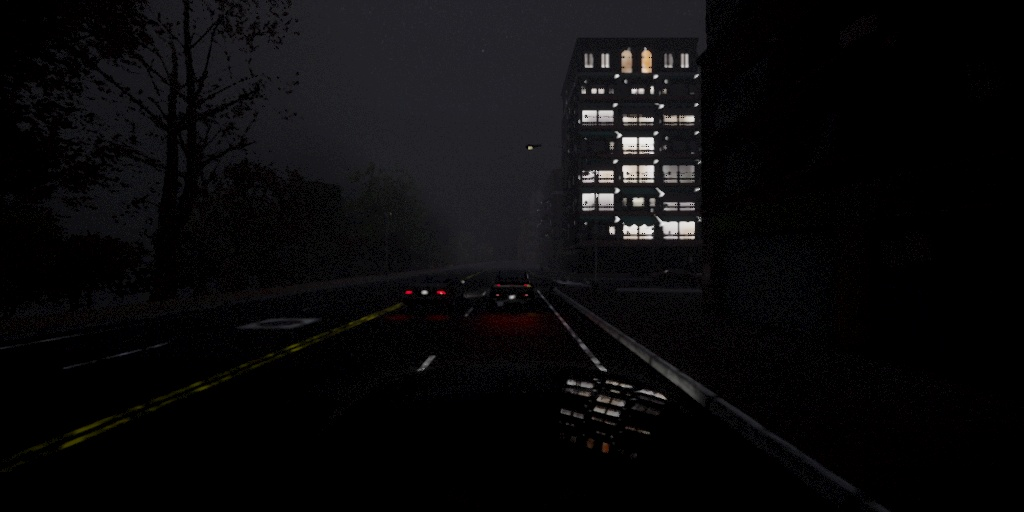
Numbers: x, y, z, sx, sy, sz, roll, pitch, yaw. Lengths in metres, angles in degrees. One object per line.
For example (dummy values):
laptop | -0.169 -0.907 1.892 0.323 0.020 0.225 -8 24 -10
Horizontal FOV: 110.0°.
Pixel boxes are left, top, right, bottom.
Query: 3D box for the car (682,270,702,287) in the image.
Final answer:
car | 16.349 1.832 28.408 4.507 1.381 1.888 0 0 0

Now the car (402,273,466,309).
car | -3.244 1.432 15.822 2.033 1.411 5.357 0 -1 0

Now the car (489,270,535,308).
car | 0.010 1.380 16.130 2.128 1.511 4.902 0 0 0

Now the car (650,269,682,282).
car | 16.303 1.949 36.755 4.207 1.307 1.802 0 0 0
